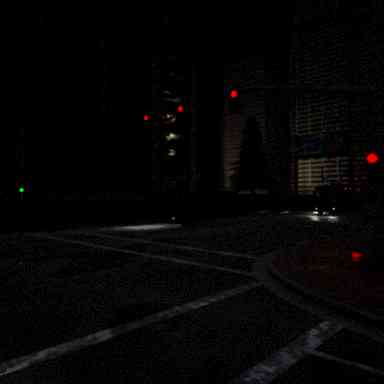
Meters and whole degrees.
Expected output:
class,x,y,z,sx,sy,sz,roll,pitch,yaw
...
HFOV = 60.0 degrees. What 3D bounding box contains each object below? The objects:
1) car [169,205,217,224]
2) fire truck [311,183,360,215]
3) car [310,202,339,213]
class,x,y,z,sx,sy,sz,roll,pitch,yaw
car,0.176,1.927,29.052,2.128,1.511,4.902,-1,-1,44
fire truck,18.874,0.894,43.022,2.891,3.827,8.468,-1,-1,44
car,19.403,2.179,48.598,2.033,1.411,5.357,-1,-1,45
